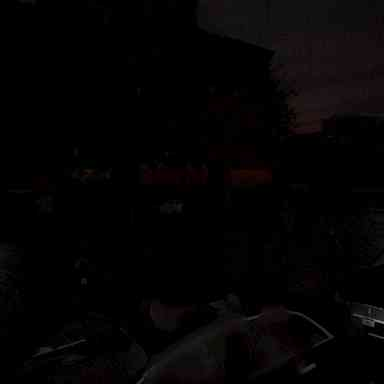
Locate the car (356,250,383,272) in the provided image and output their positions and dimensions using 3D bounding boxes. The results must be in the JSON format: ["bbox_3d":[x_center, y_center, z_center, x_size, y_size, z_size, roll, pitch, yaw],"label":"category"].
[{"bbox_3d":[4.188,1.549,5.817,4.403,1.369,2.008,0,-2,-35],"label":"car"}]

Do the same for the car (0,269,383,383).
[{"bbox_3d":[-0.251,1.550,2.656,4.403,1.369,2.008,0,-2,-35],"label":"car"}]
